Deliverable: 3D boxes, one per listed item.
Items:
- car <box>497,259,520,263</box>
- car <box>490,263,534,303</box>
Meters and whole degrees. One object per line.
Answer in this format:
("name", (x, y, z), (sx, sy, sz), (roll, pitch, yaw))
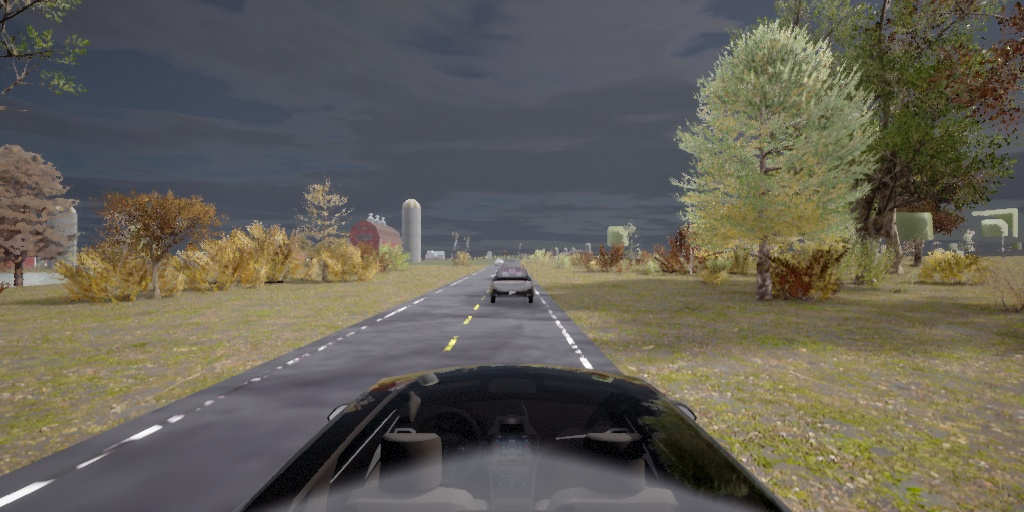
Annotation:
("car", (0.000, 1.126, 31.514), (2.097, 1.767, 4.553), (0, 0, 0))
("car", (0.000, 1.248, 16.542), (2.128, 1.511, 4.902), (0, 0, 0))
